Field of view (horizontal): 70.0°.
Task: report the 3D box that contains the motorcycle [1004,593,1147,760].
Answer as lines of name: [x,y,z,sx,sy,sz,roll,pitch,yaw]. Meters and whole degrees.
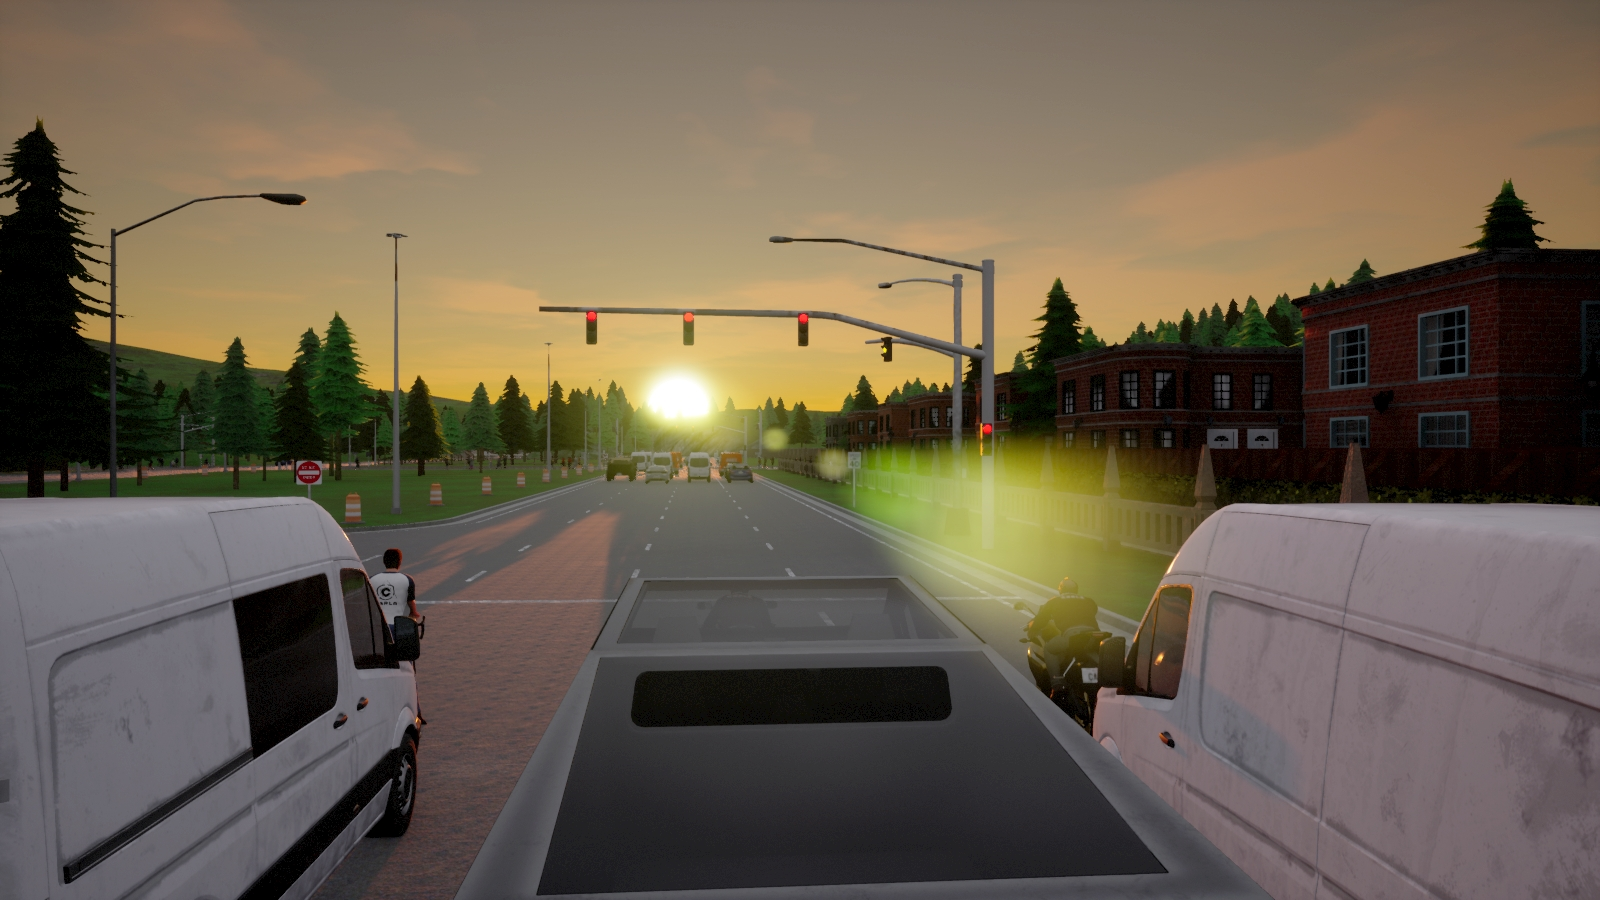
motorcycle: [2.714,2.205,11.543,0.867,1.251,2.209,0,0,-2]

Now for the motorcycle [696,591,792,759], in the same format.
motorcycle: [-0.613,2.205,11.622,0.867,1.251,2.209,0,0,-6]

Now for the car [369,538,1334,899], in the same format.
car: [-0.117,1.754,5.929,2.390,2.098,6.274,0,0,-5]

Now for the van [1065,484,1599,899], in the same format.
van: [3.020,1.534,5.590,1.988,2.561,5.915,0,0,-1]

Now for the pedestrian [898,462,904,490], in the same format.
pedestrian: [6.717,1.698,75.919,0.375,1.860,0.375,0,0,-5]

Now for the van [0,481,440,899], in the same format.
van: [-3.677,1.534,6.378,1.988,2.561,5.915,0,0,-5]

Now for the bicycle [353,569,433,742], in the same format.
bicycle: [-4.173,2.056,11.794,0.373,1.496,1.643,0,0,-5]
